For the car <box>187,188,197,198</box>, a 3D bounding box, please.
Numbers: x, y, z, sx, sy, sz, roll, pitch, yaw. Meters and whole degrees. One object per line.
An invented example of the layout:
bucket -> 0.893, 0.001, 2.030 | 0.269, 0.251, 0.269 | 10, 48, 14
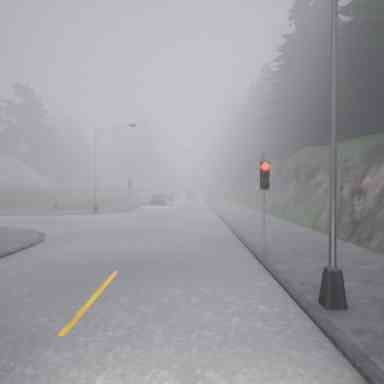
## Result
car -> 0.012, 0.407, 69.093 | 2.097, 1.767, 4.553 | 0, 1, 0

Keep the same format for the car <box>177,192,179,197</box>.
car -> -3.987, 0.402, 72.065 | 1.812, 1.442, 4.674 | 0, 1, 0

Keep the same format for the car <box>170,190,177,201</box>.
car -> -4.058, 0.759, 56.067 | 1.812, 1.442, 4.674 | 0, 1, 0

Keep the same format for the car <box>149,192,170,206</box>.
car -> -4.084, 0.943, 40.885 | 1.837, 1.490, 4.892 | 0, 1, 0

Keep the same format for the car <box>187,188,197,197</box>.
car -> 0.014, 0.027, 79.185 | 2.150, 2.045, 5.566 | 0, 1, 0
